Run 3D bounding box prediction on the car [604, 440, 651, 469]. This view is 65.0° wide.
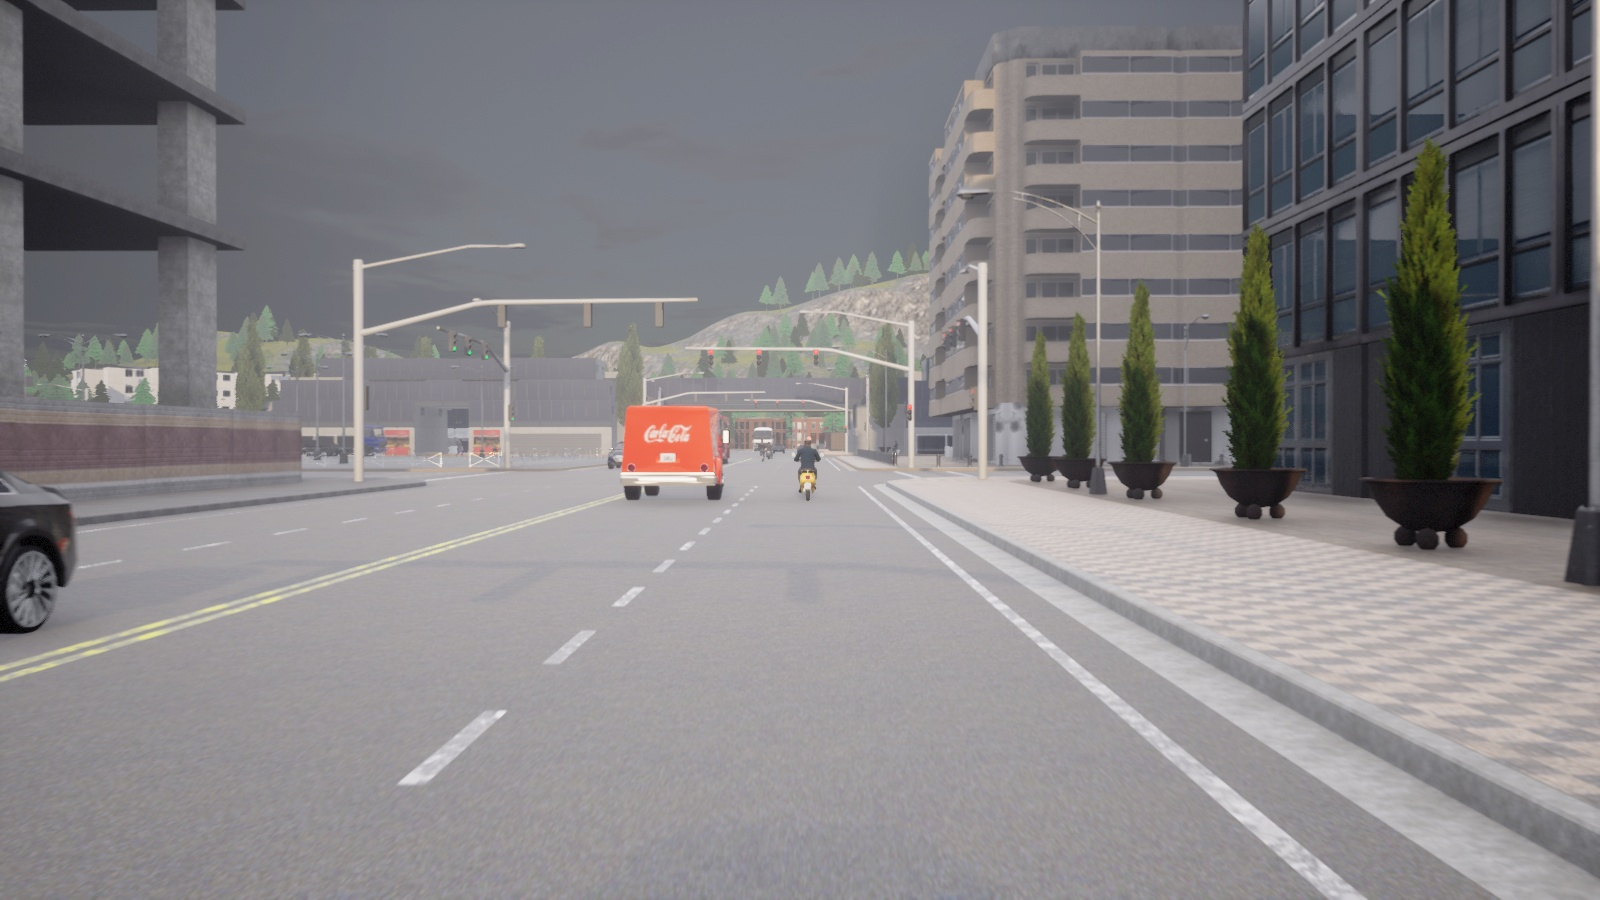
[{"bbox_3d":[-10.066,0.253,73.647,2.033,1.649,4.856,0,0,0],"label":"car"}]

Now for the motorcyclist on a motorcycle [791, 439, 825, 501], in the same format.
[{"bbox_3d":[0.203,0.513,33.134,0.866,1.590,1.817,0,0,0],"label":"motorcyclist on a motorcycle"}]

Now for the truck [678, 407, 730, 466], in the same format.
[{"bbox_3d":[-6.494,-0.909,86.170,2.891,3.827,8.468,0,0,0],"label":"truck"}]

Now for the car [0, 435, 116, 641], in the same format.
[{"bbox_3d":[-6.938,0.650,8.311,2.128,1.511,4.902,0,0,0],"label":"car"}]

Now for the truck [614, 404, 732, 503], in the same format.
[{"bbox_3d":[-3.292,0.066,33.850,2.627,2.467,5.204,0,0,0],"label":"truck"}]
